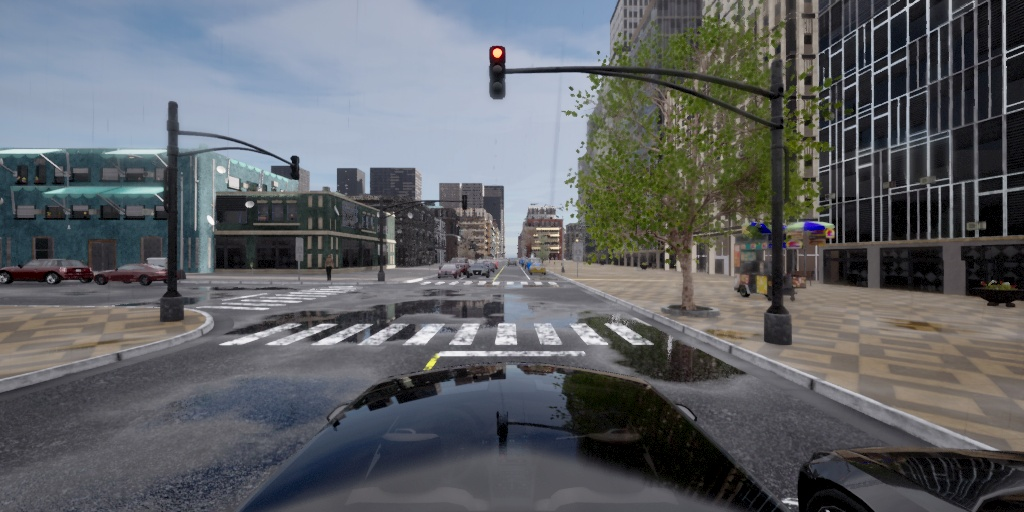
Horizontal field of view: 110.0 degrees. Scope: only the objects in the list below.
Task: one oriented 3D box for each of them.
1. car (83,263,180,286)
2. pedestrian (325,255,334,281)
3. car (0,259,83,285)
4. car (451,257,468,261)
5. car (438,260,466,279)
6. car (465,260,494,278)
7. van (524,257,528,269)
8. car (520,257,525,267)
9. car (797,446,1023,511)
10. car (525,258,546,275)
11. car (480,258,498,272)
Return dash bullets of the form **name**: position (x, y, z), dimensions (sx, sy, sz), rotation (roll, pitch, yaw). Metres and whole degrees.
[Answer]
- **car**: position (-22.812, 1.089, 21.876), dimensions (4.207, 1.307, 1.802), rotation (0, 0, -1)
- **pedestrian**: position (-12.739, 0.788, 24.963), dimensions (0.375, 1.860, 0.375), rotation (0, -1, -1)
- **car**: position (-28.360, 0.879, 21.800), dimensions (4.097, 1.591, 1.967), rotation (0, 0, -1)
- **car**: position (-5.674, 1.067, 38.507), dimensions (2.192, 1.841, 5.009), rotation (0, 0, 0)
- **car**: position (-5.676, 1.334, 32.956), dimensions (1.802, 1.307, 4.207), rotation (0, 0, 0)
- **car**: position (-3.085, 1.316, 33.779), dimensions (1.994, 1.385, 4.181), rotation (0, 0, 0)
- **van**: position (2.709, 1.094, 44.057), dimensions (1.690, 1.789, 3.998), rotation (0, 0, 0)
- **car**: position (2.713, 1.305, 55.159), dimensions (2.007, 1.370, 4.403), rotation (0, 0, 0)
- **car**: position (2.691, 1.316, 0.476), dimensions (1.948, 1.339, 4.313), rotation (0, 0, 0)
- **car**: position (2.706, 1.278, 38.676), dimensions (1.751, 1.417, 4.829), rotation (0, 0, 0)
- **car**: position (-3.081, 1.317, 43.828), dimensions (1.994, 1.385, 4.181), rotation (0, 0, 0)
